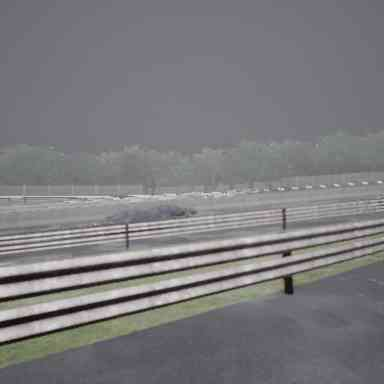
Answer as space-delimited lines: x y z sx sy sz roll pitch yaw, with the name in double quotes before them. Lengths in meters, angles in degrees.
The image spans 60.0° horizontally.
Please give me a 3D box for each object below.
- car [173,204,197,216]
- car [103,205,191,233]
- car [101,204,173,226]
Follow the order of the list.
"car" -2.231 1.837 31.156 5.357 1.411 2.033 -4 2 -21
"car" -3.172 2.092 23.282 5.357 1.411 2.033 -4 2 -21
"car" -4.440 2.060 26.544 5.357 1.411 2.033 -4 2 -21
